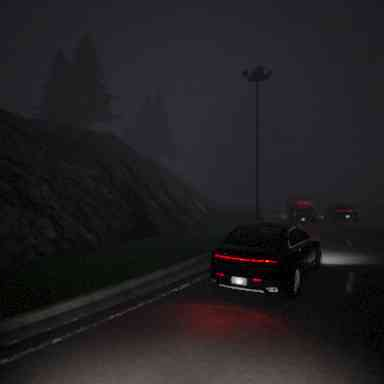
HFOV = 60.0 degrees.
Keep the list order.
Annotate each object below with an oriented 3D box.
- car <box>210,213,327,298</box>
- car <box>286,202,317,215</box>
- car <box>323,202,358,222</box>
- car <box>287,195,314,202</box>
[{"bbox_3d":[2.143,1.543,8.783,1.837,1.490,4.892,0,0,30],"label":"car"},{"bbox_3d":[8.696,1.715,26.776,1.895,1.301,4.718,0,0,12],"label":"car"},{"bbox_3d":[12.267,1.620,27.677,1.837,1.490,4.892,0,0,10],"label":"car"},{"bbox_3d":[13.322,1.397,41.090,2.150,2.045,5.566,0,0,1],"label":"car"}]
